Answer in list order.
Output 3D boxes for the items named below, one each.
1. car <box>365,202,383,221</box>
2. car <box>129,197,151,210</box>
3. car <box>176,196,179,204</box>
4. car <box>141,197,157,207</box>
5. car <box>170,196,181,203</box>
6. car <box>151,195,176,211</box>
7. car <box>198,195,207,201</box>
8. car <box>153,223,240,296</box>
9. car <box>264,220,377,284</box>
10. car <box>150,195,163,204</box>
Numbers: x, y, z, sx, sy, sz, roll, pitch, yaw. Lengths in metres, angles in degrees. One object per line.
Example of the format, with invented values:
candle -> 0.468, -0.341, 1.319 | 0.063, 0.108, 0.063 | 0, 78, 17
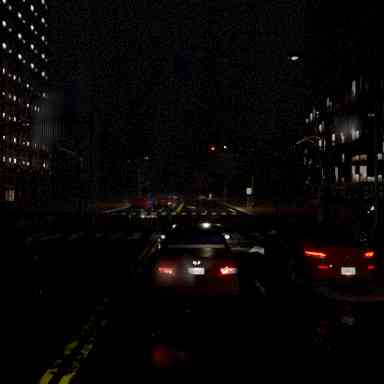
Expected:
car -> 16.990, 1.280, 26.660 | 5.566, 2.045, 2.150 | 0, 0, 3
car -> -6.651, 1.443, 42.198 | 1.882, 1.535, 5.008 | 0, 0, 0
car -> -3.406, 1.456, 49.468 | 1.837, 1.490, 4.892 | 0, 0, 0
car -> -6.662, 1.471, 52.119 | 1.812, 1.442, 4.674 | 0, 0, 0
car -> -3.422, 1.473, 69.121 | 1.994, 1.385, 4.181 | 0, 0, -1
car -> -3.396, 1.320, 40.576 | 2.097, 1.767, 4.553 | 0, 0, 0
car -> 2.542, 1.393, 82.803 | 1.812, 1.442, 4.674 | 0, 0, -4
car -> 0.089, 1.544, 8.824 | 2.033, 1.411, 5.357 | 0, 0, 0
car -> 3.338, 1.522, 9.408 | 1.812, 1.442, 4.674 | 0, 0, 0
car -> -6.664, 1.428, 62.483 | 1.837, 1.490, 4.892 | 0, 0, 0
